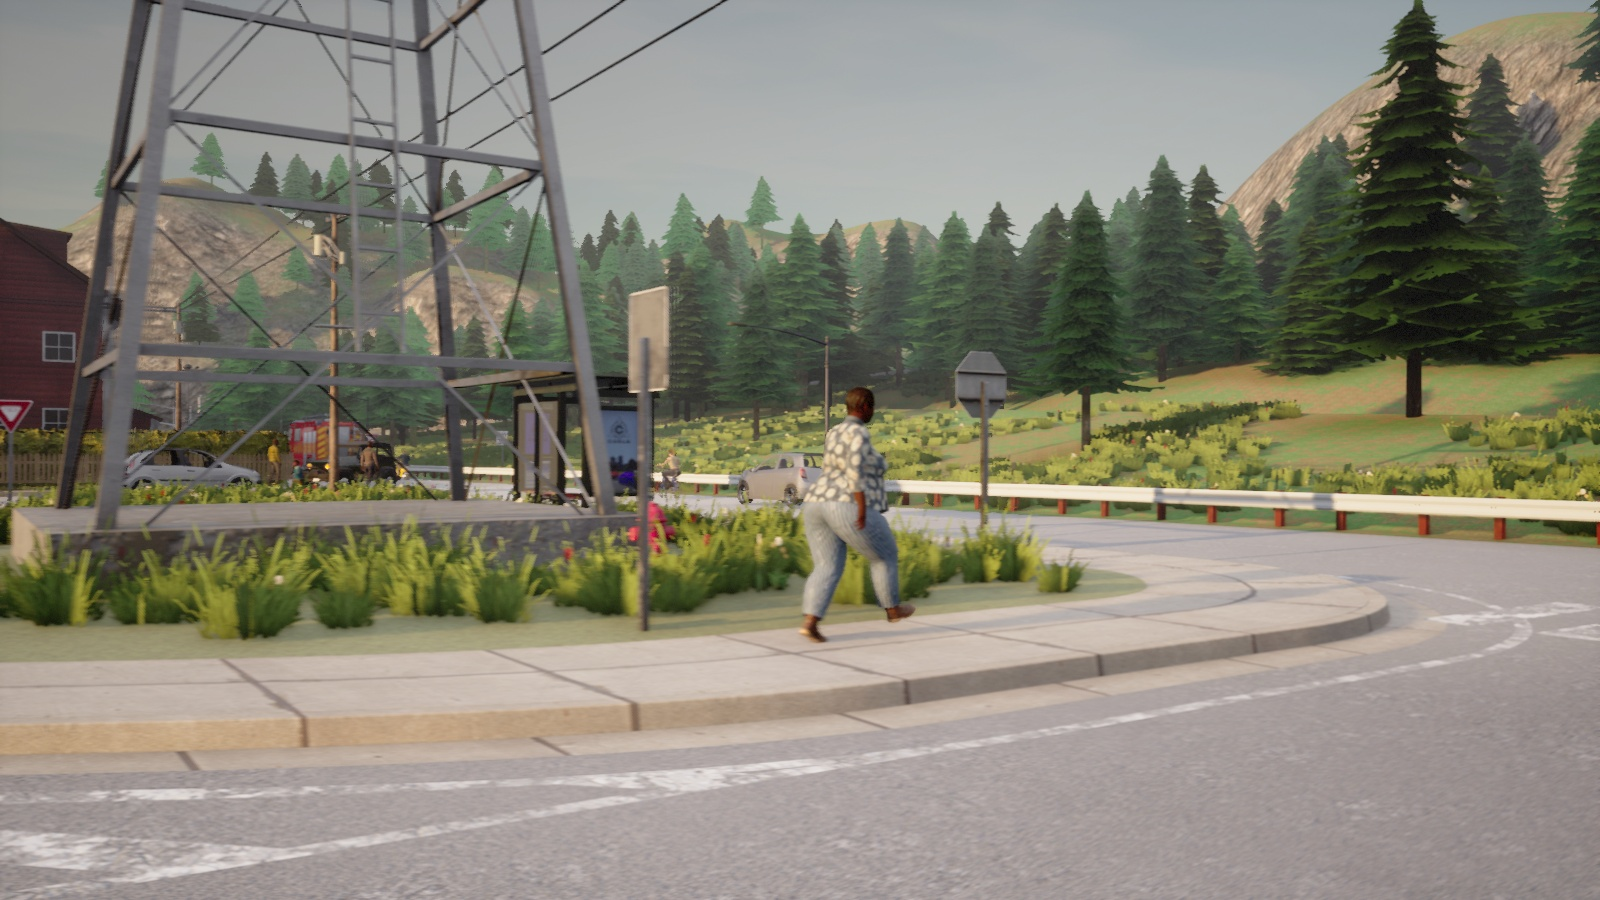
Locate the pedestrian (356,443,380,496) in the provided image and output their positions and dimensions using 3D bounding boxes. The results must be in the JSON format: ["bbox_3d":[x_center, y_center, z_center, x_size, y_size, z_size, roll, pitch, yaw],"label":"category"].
[{"bbox_3d":[-14.750,0.663,42.908,0.328,1.805,0.869,0,0,17],"label":"pedestrian"}]

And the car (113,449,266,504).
[{"bbox_3d":[-18.725,0.775,38.572,3.988,1.617,1.851,0,0,-36],"label":"car"}]

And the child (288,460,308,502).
[{"bbox_3d":[-14.624,0.898,36.598,0.448,1.192,0.343,0,0,-38],"label":"child"}]

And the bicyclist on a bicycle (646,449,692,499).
[{"bbox_3d":[-4.275,0.785,41.031,0.866,1.612,1.509,0,-1,-34],"label":"bicyclist on a bicycle"}]

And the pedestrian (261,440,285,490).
[{"bbox_3d":[-19.635,0.553,46.821,0.370,1.835,0.726,0,0,37],"label":"pedestrian"}]

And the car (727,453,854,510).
[{"bbox_3d":[-0.321,0.839,35.117,1.845,1.501,3.633,0,0,-34],"label":"car"}]

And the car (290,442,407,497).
[{"bbox_3d":[-16.393,0.684,45.775,1.905,1.878,3.866,0,0,22],"label":"car"}]

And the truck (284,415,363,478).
[{"bbox_3d":[-30.520,-0.168,80.179,2.891,3.827,8.468,0,0,-34],"label":"truck"}]

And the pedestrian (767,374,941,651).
[{"bbox_3d":[0.381,0.420,9.038,0.900,1.855,0.874,0,0,-35],"label":"pedestrian"}]
